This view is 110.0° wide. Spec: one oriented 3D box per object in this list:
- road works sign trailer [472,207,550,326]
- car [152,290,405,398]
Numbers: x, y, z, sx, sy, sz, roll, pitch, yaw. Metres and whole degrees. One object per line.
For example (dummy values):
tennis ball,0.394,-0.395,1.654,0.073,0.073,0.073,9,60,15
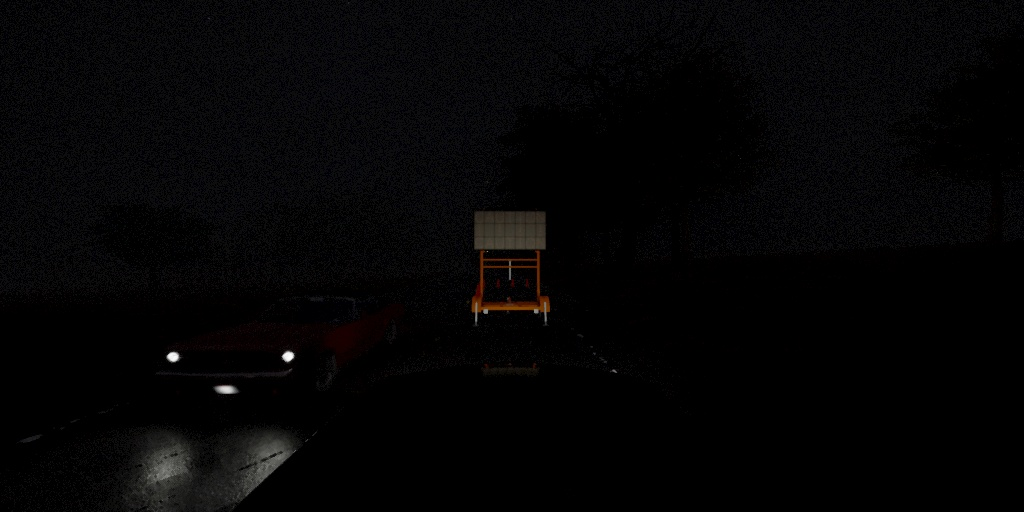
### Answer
road works sign trailer,-0.067,0.231,11.690,2.380,3.560,2.880,0,0,-2
car,-3.565,1.352,6.660,1.895,1.301,4.718,0,0,0
